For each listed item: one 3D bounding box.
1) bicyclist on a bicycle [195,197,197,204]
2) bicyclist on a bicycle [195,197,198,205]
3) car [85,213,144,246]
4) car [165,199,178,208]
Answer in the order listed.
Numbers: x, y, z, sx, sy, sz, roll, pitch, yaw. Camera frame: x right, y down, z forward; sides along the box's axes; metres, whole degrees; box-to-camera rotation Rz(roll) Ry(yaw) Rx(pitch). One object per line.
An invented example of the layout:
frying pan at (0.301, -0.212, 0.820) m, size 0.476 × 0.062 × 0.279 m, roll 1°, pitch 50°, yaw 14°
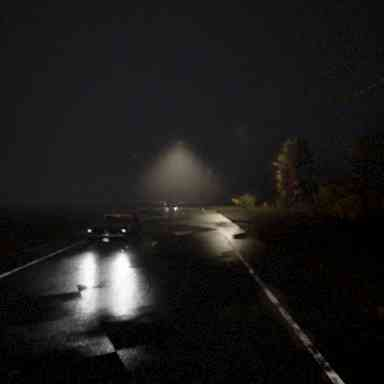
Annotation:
bicyclist on a bicycle at (0.964, 2.001, 80.629) m, size 0.659 × 1.776 × 1.843 m, roll 0°, pitch 0°, yaw 0°
bicyclist on a bicycle at (0.963, 1.931, 71.630) m, size 0.659 × 1.776 × 1.843 m, roll 0°, pitch 0°, yaw 0°
car at (-3.600, 1.728, 16.160) m, size 1.895 × 1.301 × 4.718 m, roll 0°, pitch 0°, yaw 0°
car at (-3.545, 1.964, 58.917) m, size 1.837 × 1.490 × 4.892 m, roll 0°, pitch 0°, yaw 1°
